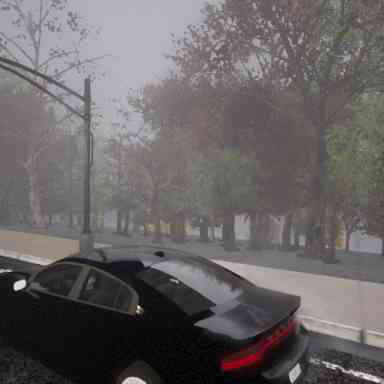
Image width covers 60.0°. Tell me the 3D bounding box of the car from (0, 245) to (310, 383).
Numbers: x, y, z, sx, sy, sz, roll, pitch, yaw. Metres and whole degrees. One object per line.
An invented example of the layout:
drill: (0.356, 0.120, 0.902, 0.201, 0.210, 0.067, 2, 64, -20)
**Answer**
car: (-1.056, 1.477, 4.495, 5.008, 1.535, 1.882, 0, 0, 36)
